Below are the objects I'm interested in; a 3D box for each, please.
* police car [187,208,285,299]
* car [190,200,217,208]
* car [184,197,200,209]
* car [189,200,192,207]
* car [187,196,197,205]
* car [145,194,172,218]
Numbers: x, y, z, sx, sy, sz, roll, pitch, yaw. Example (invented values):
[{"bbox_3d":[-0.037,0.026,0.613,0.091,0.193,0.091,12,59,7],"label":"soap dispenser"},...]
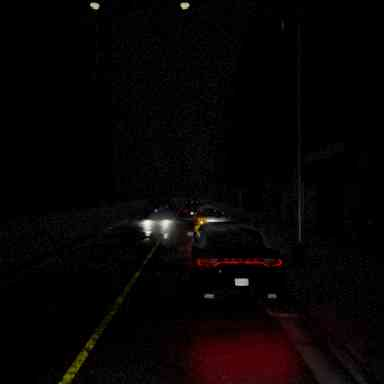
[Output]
[{"bbox_3d":[0.902,1.429,8.608,1.930,1.638,5.238,0,0,0],"label":"police car"},{"bbox_3d":[0.904,1.468,18.690,1.801,1.575,5.366,0,0,0],"label":"car"},{"bbox_3d":[0.026,1.412,46.589,2.097,1.767,4.553,0,0,0],"label":"car"},{"bbox_3d":[0.906,1.546,24.500,1.812,1.442,4.674,0,0,0],"label":"car"},{"bbox_3d":[0.014,1.572,60.332,1.882,1.535,5.008,0,0,0],"label":"car"},{"bbox_3d":[-2.993,1.251,30.725,2.150,2.045,5.566,0,0,0],"label":"car"}]
